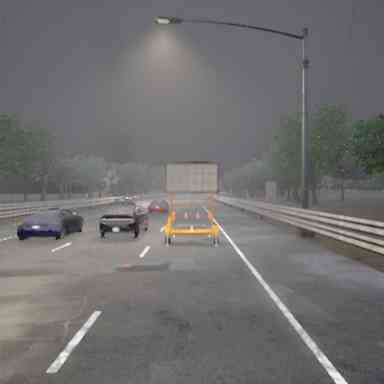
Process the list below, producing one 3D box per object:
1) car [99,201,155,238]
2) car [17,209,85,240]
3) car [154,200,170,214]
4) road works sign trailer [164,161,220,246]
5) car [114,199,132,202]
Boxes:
[{"bbox_3d":[-3.406,1.450,17.287,2.128,1.511,4.902,0,0,0],"label":"car"},{"bbox_3d":[-6.906,1.523,16.725,1.994,1.385,4.181,0,0,0],"label":"car"},{"bbox_3d":[-3.414,1.477,34.771,1.994,1.385,4.181,0,0,0],"label":"car"},{"bbox_3d":[-0.005,0.428,14.957,2.380,3.560,2.880,0,0,0],"label":"road works sign trailer"},{"bbox_3d":[-6.914,1.407,33.846,2.128,1.511,4.902,0,0,0],"label":"car"}]
